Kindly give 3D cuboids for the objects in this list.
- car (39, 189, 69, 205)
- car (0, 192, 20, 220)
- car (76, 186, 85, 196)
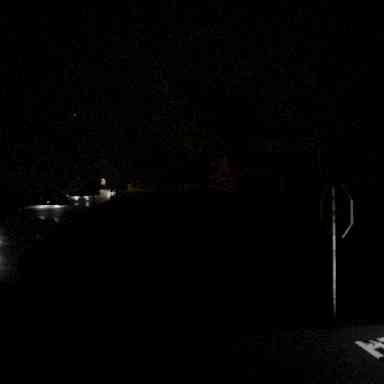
[{"bbox_3d":[-13.674,0.449,33.280,2.033,1.411,5.357,-1,2,-9],"label":"car"},{"bbox_3d":[-11.413,0.783,18.604,2.097,1.767,4.553,-1,2,-9],"label":"car"},{"bbox_3d":[-16.209,-0.150,50.299,1.837,1.490,4.892,-1,2,-9],"label":"car"}]
